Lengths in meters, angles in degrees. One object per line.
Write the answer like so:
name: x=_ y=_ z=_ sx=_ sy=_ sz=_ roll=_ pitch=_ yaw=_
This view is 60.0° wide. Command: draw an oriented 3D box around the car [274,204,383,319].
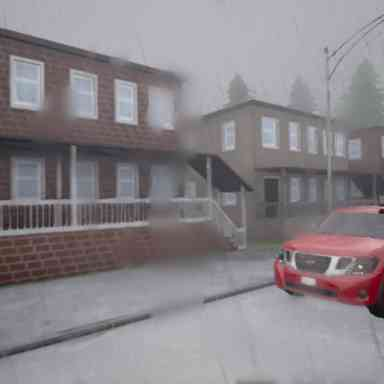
car: x=4.385 y=1.332 z=7.996 sx=5.566 sy=2.045 sz=2.150 roll=0 pitch=-2 yaw=-38
